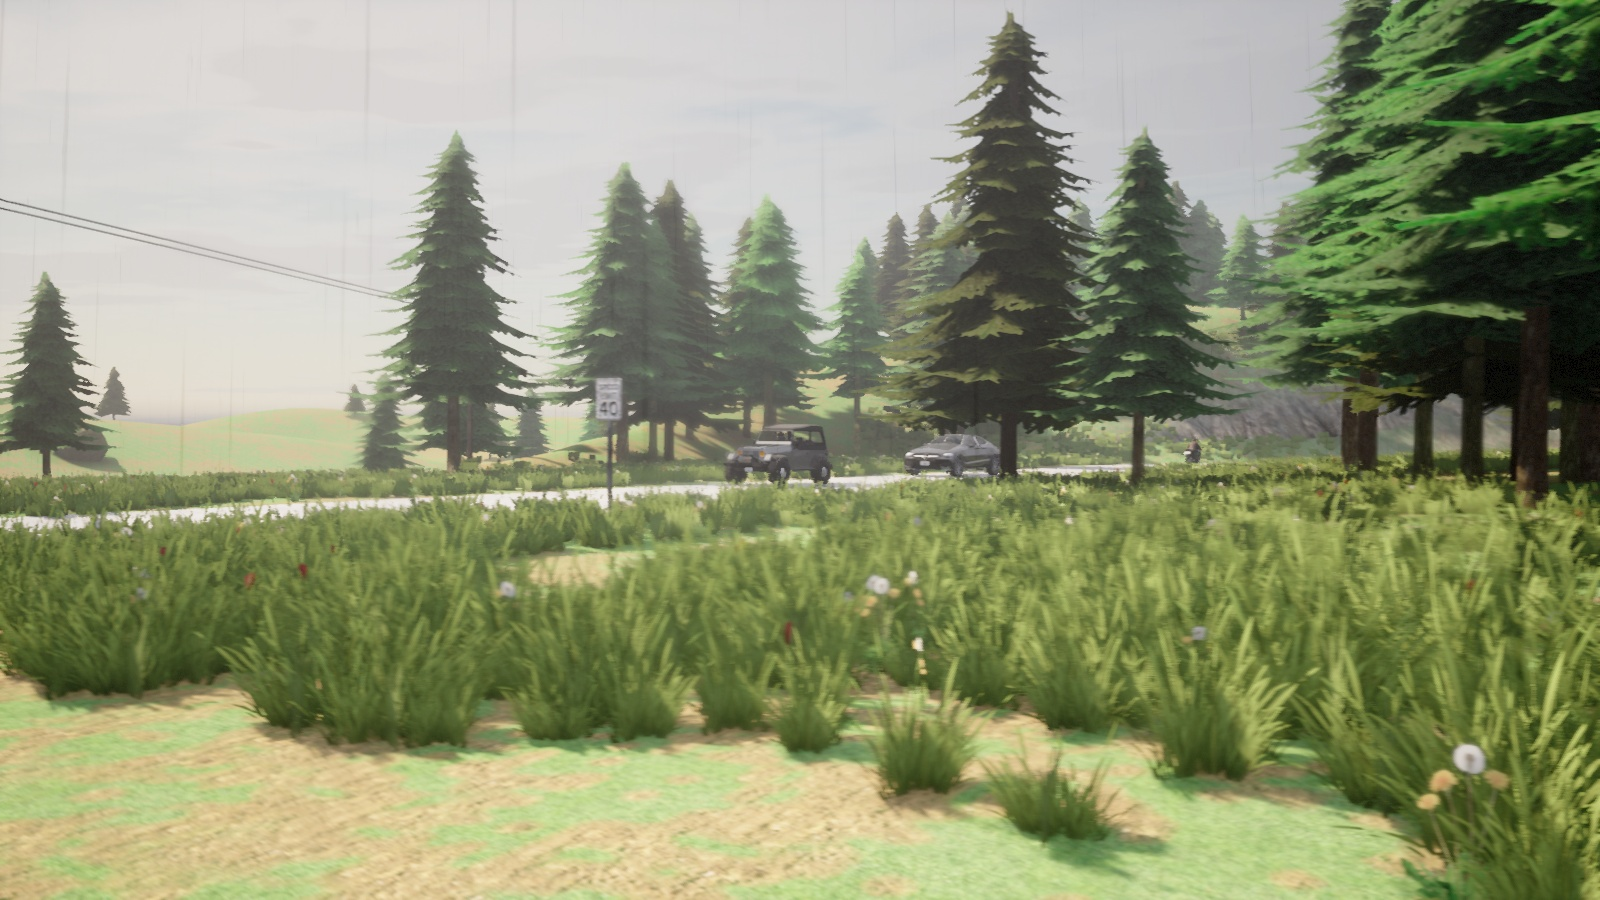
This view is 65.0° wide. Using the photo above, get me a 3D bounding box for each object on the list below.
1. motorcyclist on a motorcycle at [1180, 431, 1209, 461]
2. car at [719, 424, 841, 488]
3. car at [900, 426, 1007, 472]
[{"bbox_3d":[20.325,-0.219,64.688,0.797,1.523,2.044,1,2,36],"label":"motorcyclist on a motorcycle"},{"bbox_3d":[-0.560,0.139,38.612,1.905,1.878,3.866,0,1,33],"label":"car"},{"bbox_3d":[6.021,-0.075,48.721,2.152,1.651,5.027,0,1,33],"label":"car"}]
